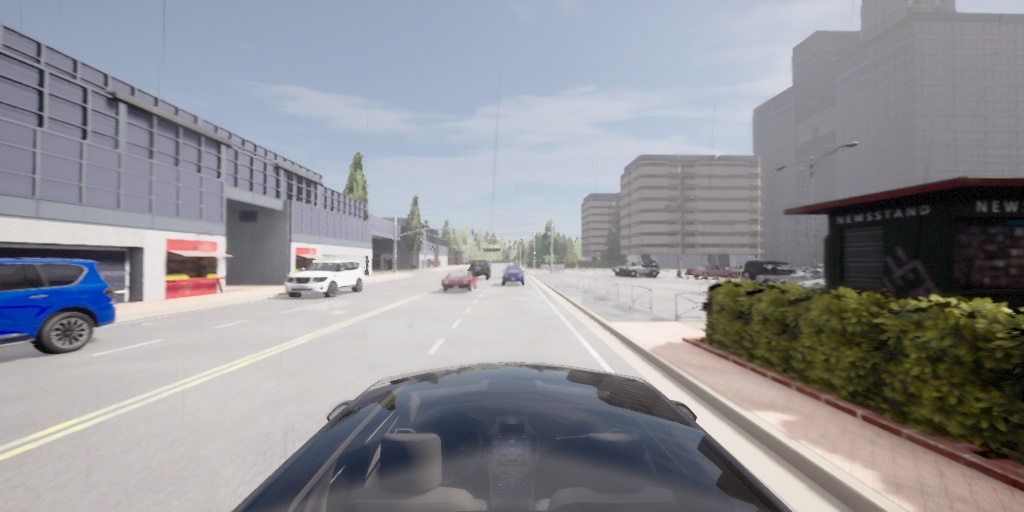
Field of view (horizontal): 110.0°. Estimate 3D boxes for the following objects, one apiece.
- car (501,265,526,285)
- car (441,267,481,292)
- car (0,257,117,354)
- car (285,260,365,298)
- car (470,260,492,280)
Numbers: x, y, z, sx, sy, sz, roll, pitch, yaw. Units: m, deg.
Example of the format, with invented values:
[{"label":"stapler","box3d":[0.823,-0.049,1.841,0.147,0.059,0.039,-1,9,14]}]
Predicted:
[{"label":"car","box3d":[0.113,1.660,30.138,1.812,1.442,4.674,0,-1,0]},{"label":"car","box3d":[-3.417,1.656,24.235,1.895,1.301,4.718,0,-1,0]},{"label":"car","box3d":[-10.544,1.032,6.184,2.150,2.045,5.566,0,-1,1]},{"label":"car","box3d":[-10.522,1.228,20.731,2.150,2.045,5.566,0,-1,0]},{"label":"car","box3d":[-3.436,1.473,38.992,2.150,2.045,5.566,0,-1,-1]}]
